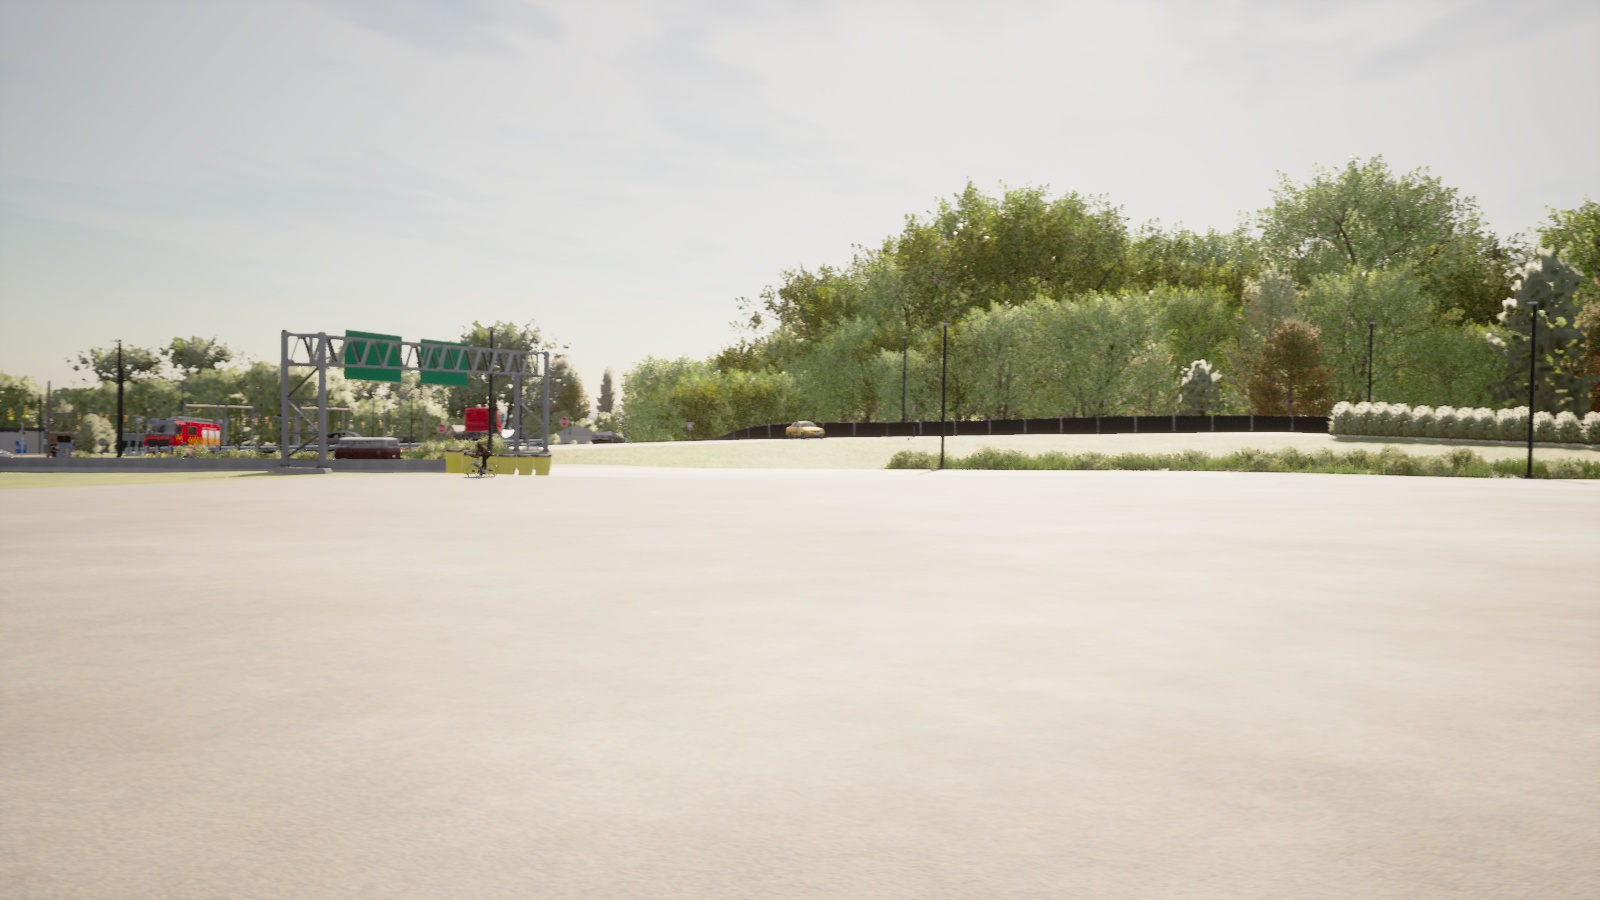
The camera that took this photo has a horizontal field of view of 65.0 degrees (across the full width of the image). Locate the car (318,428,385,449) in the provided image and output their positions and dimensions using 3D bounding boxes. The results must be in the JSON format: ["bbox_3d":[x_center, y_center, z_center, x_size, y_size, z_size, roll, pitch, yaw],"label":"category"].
[{"bbox_3d":[-32.683,-0.838,91.591,4.193,1.474,1.816,-1,1,-2],"label":"car"}]

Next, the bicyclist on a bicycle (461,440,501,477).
[{"bbox_3d":[-14.217,0.365,55.965,0.582,1.620,1.656,4,3,38],"label":"bicyclist on a bicycle"}]

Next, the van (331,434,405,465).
[{"bbox_3d":[-28.498,-0.034,82.818,4.442,1.987,1.775,1,1,17],"label":"van"}]
